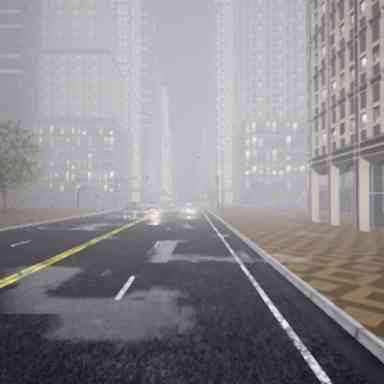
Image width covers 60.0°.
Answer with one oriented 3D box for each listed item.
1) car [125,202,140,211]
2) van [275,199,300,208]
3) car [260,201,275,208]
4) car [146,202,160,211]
[{"bbox_3d":[-9.784,2.314,55.143,1.812,1.442,4.674,0,-1,0],"label":"car"},{"bbox_3d":[18.328,2.284,63.045,3.998,1.788,1.690,0,-1,2],"label":"van"},{"bbox_3d":[17.054,2.588,71.212,4.829,1.417,1.752,0,-1,2],"label":"car"},{"bbox_3d":[-6.531,2.319,55.425,1.812,1.442,4.674,0,-1,0],"label":"car"}]
